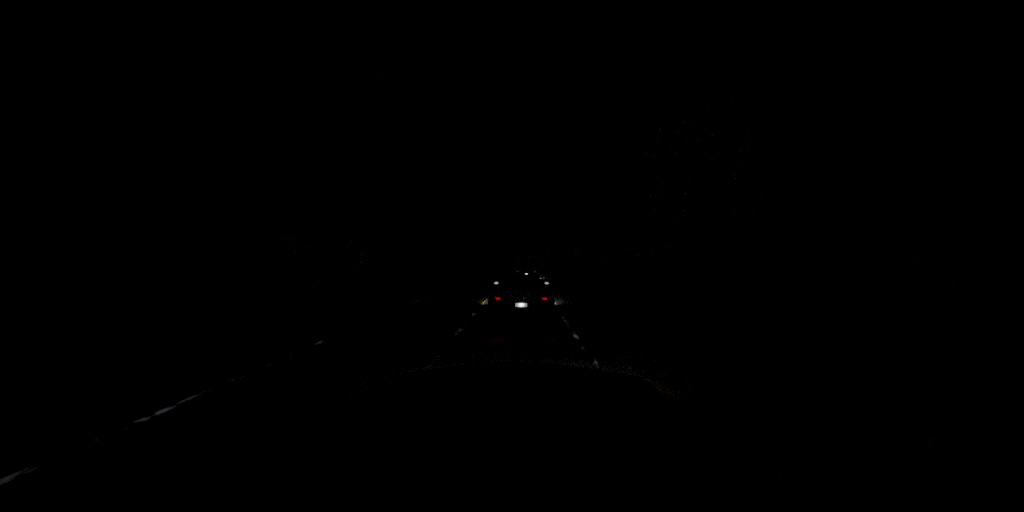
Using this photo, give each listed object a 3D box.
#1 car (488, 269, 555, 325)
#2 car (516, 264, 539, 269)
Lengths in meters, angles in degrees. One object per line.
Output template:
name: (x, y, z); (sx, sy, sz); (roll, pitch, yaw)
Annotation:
car: (0.311, 1.315, 11.851); (1.994, 1.385, 4.181); (0, 0, 2)
car: (1.237, 1.314, 28.842); (1.994, 1.385, 4.181); (0, 0, 4)
